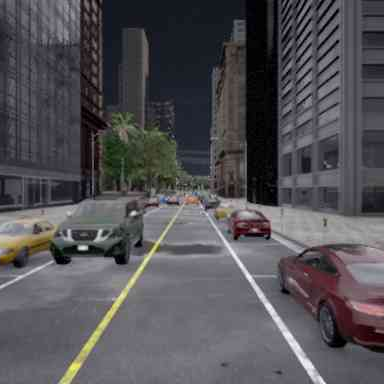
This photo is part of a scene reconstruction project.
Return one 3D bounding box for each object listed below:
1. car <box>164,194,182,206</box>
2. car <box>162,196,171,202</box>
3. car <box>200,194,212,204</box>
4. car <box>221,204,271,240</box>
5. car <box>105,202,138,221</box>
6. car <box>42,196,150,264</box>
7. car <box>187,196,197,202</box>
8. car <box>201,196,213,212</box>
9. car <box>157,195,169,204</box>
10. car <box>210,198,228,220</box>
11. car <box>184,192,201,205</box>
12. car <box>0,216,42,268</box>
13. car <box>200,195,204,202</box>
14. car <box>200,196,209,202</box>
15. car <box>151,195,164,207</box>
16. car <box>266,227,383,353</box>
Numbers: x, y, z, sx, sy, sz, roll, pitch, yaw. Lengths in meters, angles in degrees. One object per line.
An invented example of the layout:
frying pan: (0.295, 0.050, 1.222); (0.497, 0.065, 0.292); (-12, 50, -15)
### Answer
car: (-3.042, 1.485, 54.138); (1.882, 1.535, 5.008); (0, 0, 0)
car: (-5.753, 1.600, 76.558); (1.802, 1.307, 4.206); (0, 0, 0)
car: (2.769, 1.330, 65.688); (2.192, 1.841, 5.009); (0, 0, 0)
car: (2.763, 1.541, 16.863); (1.887, 1.381, 4.507); (0, 0, 0)
car: (-5.761, 1.578, 27.723); (1.802, 1.307, 4.206); (0, 0, 0)
car: (-3.084, 1.218, 12.136); (2.150, 2.045, 5.566); (0, 0, 0)
car: (0.012, 1.456, 69.954); (1.895, 1.301, 4.718); (0, 0, 0)
car: (2.361, 1.504, 38.838); (1.837, 1.490, 4.892); (0, 0, 0)
car: (-5.756, 1.454, 65.705); (1.967, 1.590, 4.097); (0, 0, 0)
car: (2.765, 1.522, 27.883); (1.752, 1.417, 4.829); (0, 0, 0)
car: (0.010, 1.372, 57.619); (2.097, 1.767, 4.553); (0, 0, 0)
car: (-5.763, 1.522, 11.275); (1.752, 1.417, 4.829); (0, 0, 0)
car: (2.769, 1.560, 54.838); (2.008, 1.369, 4.403); (0, 0, 0)
car: (2.772, 1.585, 76.539); (1.947, 1.339, 4.313); (0, 0, 0)
car: (-5.758, 1.549, 49.427); (1.887, 1.381, 4.507); (0, 0, 0)
car: (2.762, 1.580, 6.013); (1.802, 1.307, 4.206); (0, 0, 0)
